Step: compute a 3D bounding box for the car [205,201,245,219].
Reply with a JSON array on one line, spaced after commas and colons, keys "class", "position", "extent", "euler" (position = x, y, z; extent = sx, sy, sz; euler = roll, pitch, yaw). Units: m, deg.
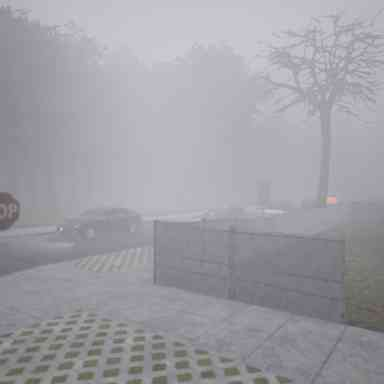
[{"class": "car", "position": [2.974, 1.477, 28.611], "extent": [1.812, 1.442, 4.674], "euler": [2, 2, 36]}]

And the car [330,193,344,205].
[{"class": "car", "position": [20.596, 0.976, 48.215], "extent": [2.097, 1.767, 4.553], "euler": [2, 2, 36]}]

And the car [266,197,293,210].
[{"class": "car", "position": [10.235, 1.334, 38.664], "extent": [1.994, 1.385, 4.181], "euler": [2, 2, 36]}]

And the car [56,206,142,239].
[{"class": "car", "position": [-4.810, 1.529, 17.798], "extent": [1.837, 1.490, 4.892], "euler": [2, 1, 36]}]

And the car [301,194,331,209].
[{"class": "car", "position": [14.569, 1.280, 39.774], "extent": [2.128, 1.511, 4.902], "euler": [2, 2, 36]}]
